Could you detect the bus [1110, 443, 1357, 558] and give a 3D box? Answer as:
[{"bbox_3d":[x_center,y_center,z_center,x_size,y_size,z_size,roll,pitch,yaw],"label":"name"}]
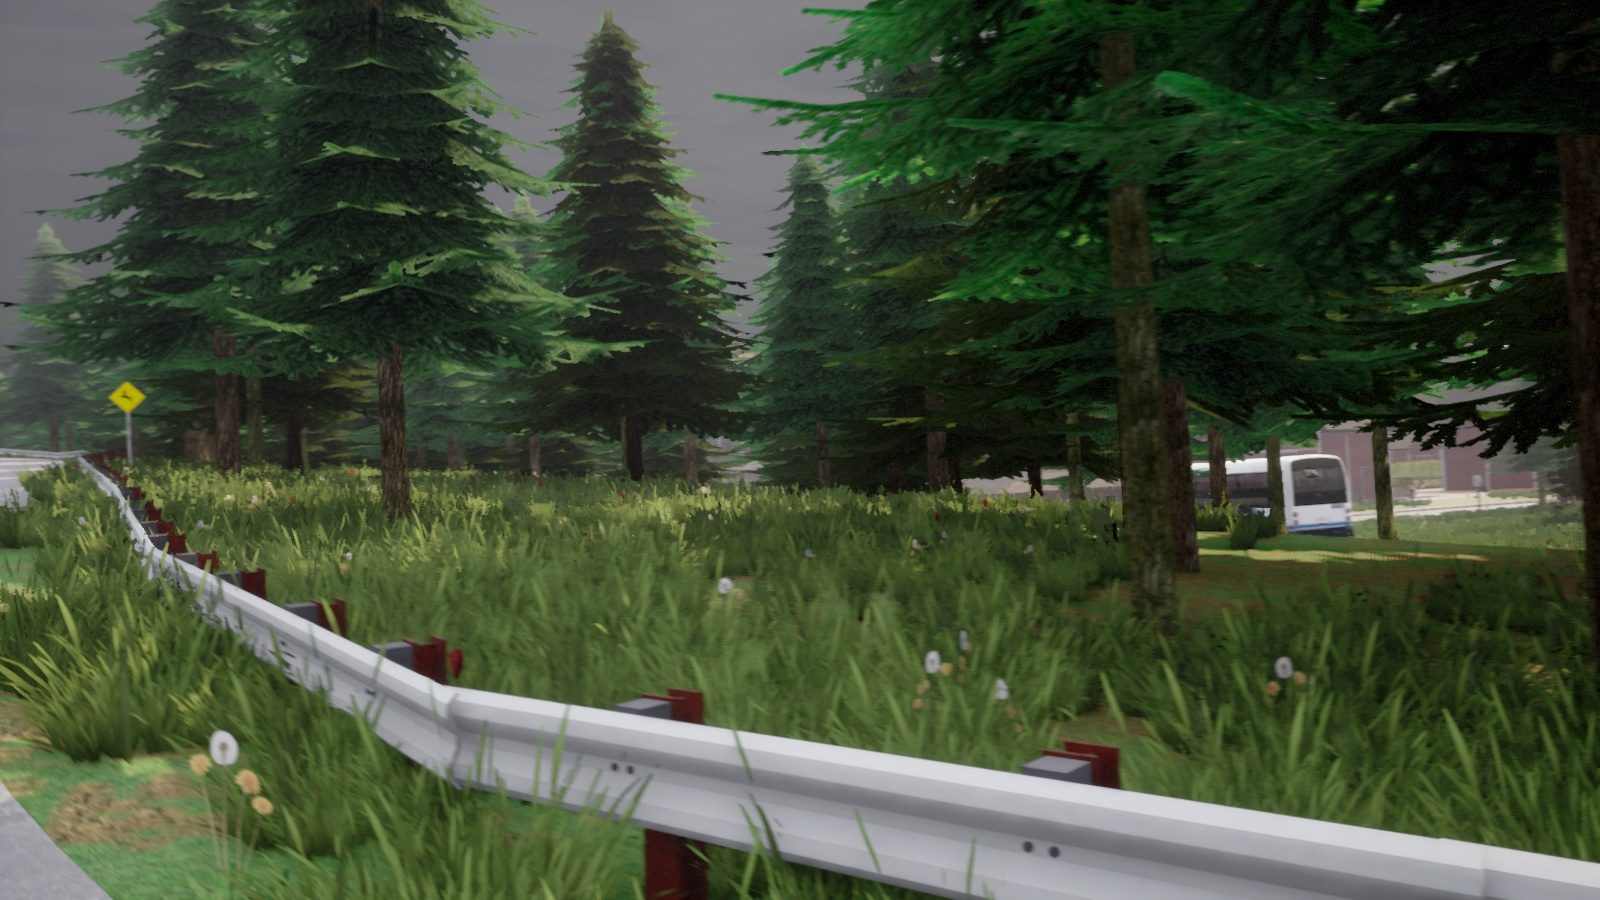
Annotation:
[{"bbox_3d":[18.302,2.278,54.142,3.944,4.253,10.273,-3,-2,-22],"label":"bus"}]
